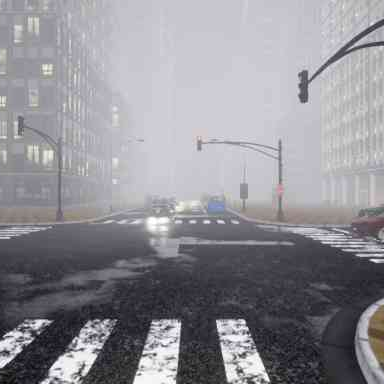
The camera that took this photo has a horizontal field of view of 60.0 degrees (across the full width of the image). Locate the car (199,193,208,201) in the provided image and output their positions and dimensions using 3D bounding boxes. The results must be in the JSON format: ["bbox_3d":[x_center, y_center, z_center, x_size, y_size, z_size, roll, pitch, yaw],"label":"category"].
[{"bbox_3d":[2.922,1.309,85.773,2.192,1.841,5.009,0,0,0],"label":"car"}]

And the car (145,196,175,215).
[{"bbox_3d":[-3.176,1.491,33.311,2.128,1.511,4.902,0,0,-1],"label":"car"}]

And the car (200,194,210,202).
[{"bbox_3d":[2.859,1.311,74.695,2.192,1.841,5.009,0,0,0],"label":"car"}]

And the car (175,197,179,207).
[{"bbox_3d":[-3.112,1.547,43.096,2.033,1.411,5.357,0,0,0],"label":"car"}]

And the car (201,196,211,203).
[{"bbox_3d":[2.826,1.542,69.155,1.887,1.381,4.507,0,0,0],"label":"car"}]

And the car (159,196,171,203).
[{"bbox_3d":[-5.554,1.548,69.201,2.008,1.369,4.403,0,0,0],"label":"car"}]

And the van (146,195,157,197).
[{"bbox_3d":[-5.679,1.341,47.045,1.690,1.788,3.998,0,0,0],"label":"van"}]

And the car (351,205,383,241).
[{"bbox_3d":[10.559,1.574,16.626,5.008,1.535,1.882,0,0,-3],"label":"car"}]

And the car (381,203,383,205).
[{"bbox_3d":[12.877,1.350,20.061,5.566,2.045,2.150,0,0,-1],"label":"car"}]

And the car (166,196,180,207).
[{"bbox_3d":[-3.044,1.477,53.236,1.882,1.535,5.008,0,0,1],"label":"car"}]

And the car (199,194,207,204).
[{"bbox_3d":[2.796,1.313,63.616,2.192,1.841,5.009,0,0,0],"label":"car"}]

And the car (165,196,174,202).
[{"bbox_3d":[-5.491,1.578,80.281,1.802,1.307,4.206,0,0,0],"label":"car"}]

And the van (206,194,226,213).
[{"bbox_3d":[2.752,1.341,35.923,1.690,1.788,3.998,0,0,0],"label":"van"}]

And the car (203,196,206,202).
[{"bbox_3d":[2.693,1.544,41.462,1.887,1.381,4.507,0,0,0],"label":"car"}]

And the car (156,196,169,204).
[{"bbox_3d":[-5.585,1.564,63.663,1.947,1.339,4.313,0,0,0],"label":"car"}]
